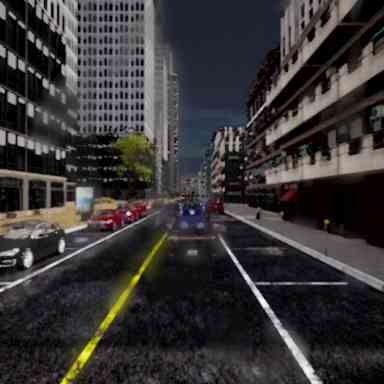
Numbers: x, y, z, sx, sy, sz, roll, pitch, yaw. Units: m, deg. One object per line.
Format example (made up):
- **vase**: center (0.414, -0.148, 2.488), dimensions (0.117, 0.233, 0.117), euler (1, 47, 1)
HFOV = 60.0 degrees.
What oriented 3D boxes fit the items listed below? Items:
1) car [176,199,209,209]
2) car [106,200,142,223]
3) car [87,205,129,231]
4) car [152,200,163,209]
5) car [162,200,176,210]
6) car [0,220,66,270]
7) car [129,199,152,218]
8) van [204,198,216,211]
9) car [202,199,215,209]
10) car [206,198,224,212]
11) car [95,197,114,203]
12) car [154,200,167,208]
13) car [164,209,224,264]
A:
- **car**: center (0.029, 1.623, 27.245), dimensions (2.097, 1.767, 4.553), euler (0, -1, 0)
- **car**: center (-5.707, 1.718, 27.932), dimensions (1.967, 1.590, 4.097), euler (0, -1, 0)
- **car**: center (-5.704, 1.804, 22.380), dimensions (1.802, 1.307, 4.206), euler (0, -1, 0)
- **car**: center (-5.720, 2.126, 55.684), dimensions (1.947, 1.339, 4.313), euler (0, -1, 0)
- **car**: center (-3.108, 2.124, 52.002), dimensions (1.895, 1.301, 4.718), euler (0, -1, 0)
- **car**: center (-5.698, 1.663, 11.279), dimensions (2.008, 1.369, 4.403), euler (0, -1, 0)
- **car**: center (-5.709, 1.649, 33.484), dimensions (2.192, 1.841, 5.009), euler (0, -1, 0)
- **van**: center (2.663, 1.845, 50.141), dimensions (1.690, 1.788, 3.998), euler (0, -1, 0)
- **car**: center (2.660, 2.001, 55.691), dimensions (1.967, 1.590, 4.097), euler (0, -1, 0)
- **car**: center (2.668, 1.706, 39.040), dimensions (2.192, 1.841, 5.009), euler (0, -1, 0)
- **car**: center (-22.072, 1.980, 84.035), dimensions (4.829, 1.417, 1.752), euler (1, -1, -1)
- **car**: center (-5.722, 2.180, 60.930), dimensions (1.947, 1.339, 4.313), euler (0, -1, 0)
- **car**: center (0.036, 1.615, 12.331), dimensions (2.128, 1.511, 4.902), euler (0, -1, 1)
